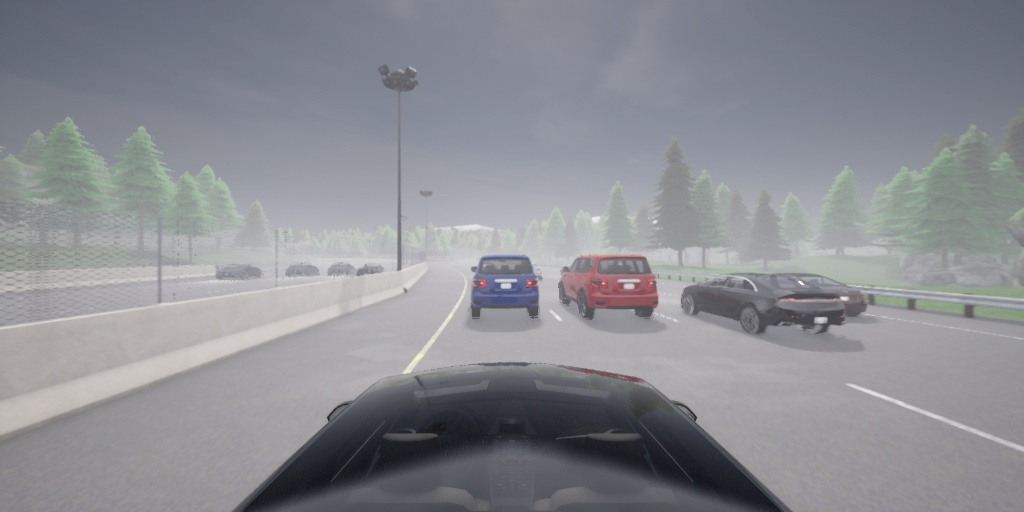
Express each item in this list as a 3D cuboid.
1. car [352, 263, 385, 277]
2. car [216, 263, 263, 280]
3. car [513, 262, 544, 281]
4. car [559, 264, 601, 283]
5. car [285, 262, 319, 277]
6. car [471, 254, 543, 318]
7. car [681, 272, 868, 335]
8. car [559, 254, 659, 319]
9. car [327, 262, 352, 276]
[{"bbox_3d":[-13.593,1.348,34.614,1.895,1.301,4.718,0,0,-10],"label":"car"},{"bbox_3d":[-23.706,1.333,31.310,1.994,1.385,4.181,0,0,-10],"label":"car"},{"bbox_3d":[1.334,1.247,30.921,1.812,1.442,4.674,0,0,-8],"label":"car"},{"bbox_3d":[5.238,1.317,28.282,1.895,1.301,4.718,0,0,-7],"label":"car"},{"bbox_3d":[-21.008,1.324,36.086,1.994,1.385,4.181,0,0,-11],"label":"car"},{"bbox_3d":[-0.328,0.962,13.114,2.150,2.045,5.566,0,0,-3],"label":"car"},{"bbox_3d":[6.800,1.221,10.435,2.128,1.511,4.902,0,0,-2],"label":"car"},{"bbox_3d":[3.189,0.955,12.903,2.150,2.045,5.566,0,0,-3],"label":"car"},{"bbox_3d":[-17.696,1.316,37.375,1.994,1.385,4.181,0,0,-11],"label":"car"}]
